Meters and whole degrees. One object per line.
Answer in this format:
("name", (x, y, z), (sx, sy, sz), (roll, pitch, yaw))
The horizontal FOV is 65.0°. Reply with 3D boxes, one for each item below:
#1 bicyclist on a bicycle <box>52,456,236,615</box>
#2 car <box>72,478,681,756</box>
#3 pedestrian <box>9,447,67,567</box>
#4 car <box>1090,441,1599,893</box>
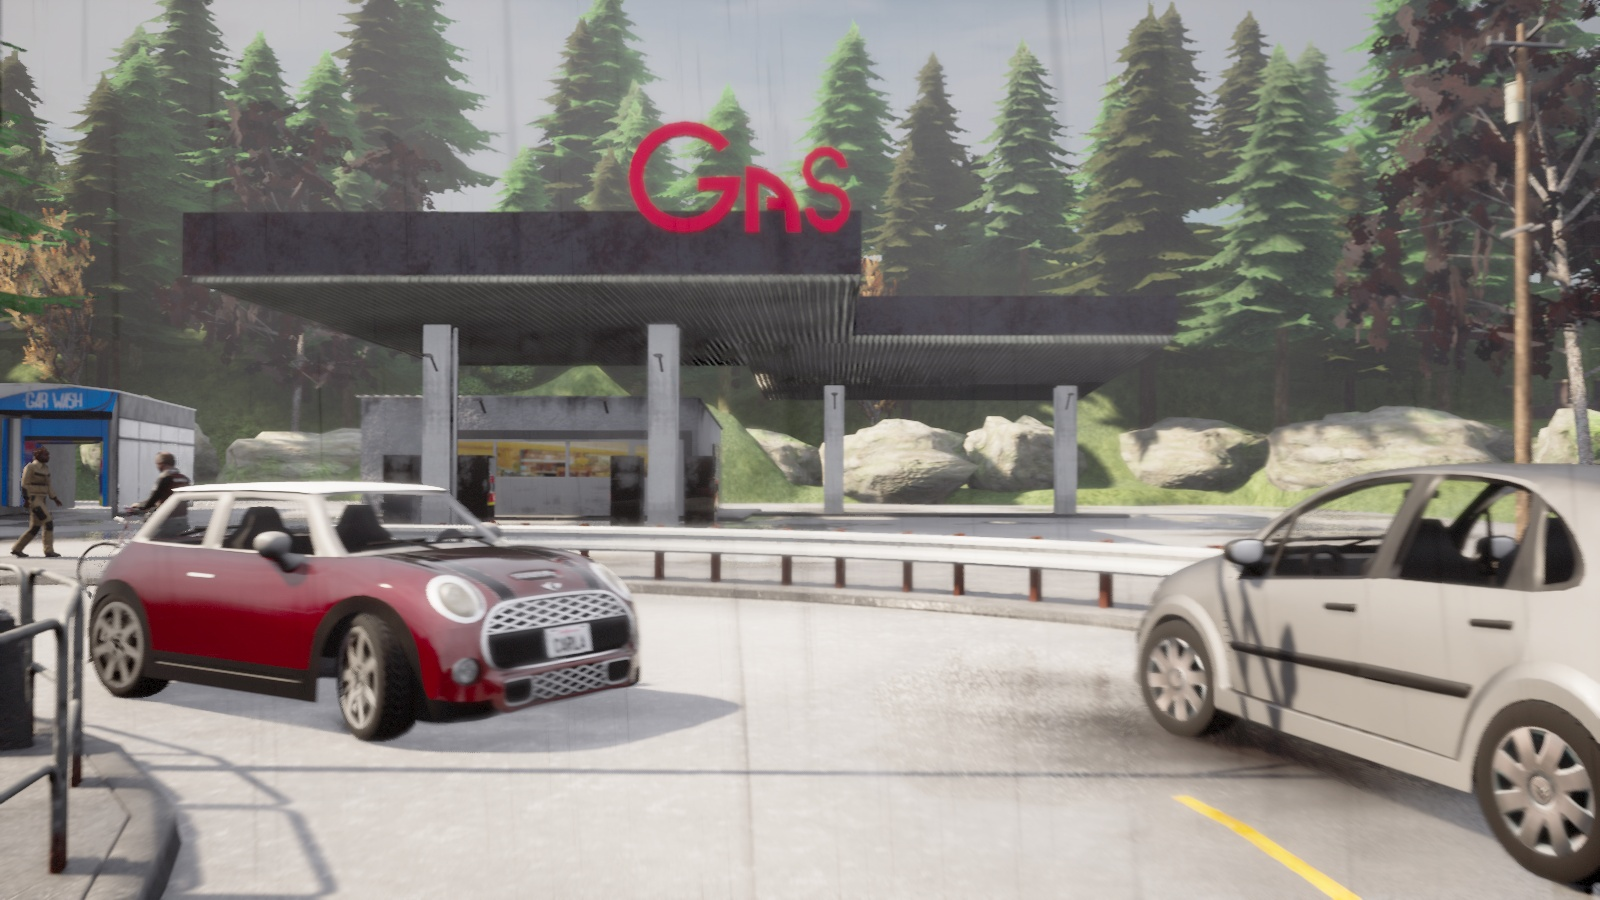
("bicyclist on a bicycle", (-7.581, 0.963, 14.543), (1.843, 1.776, 0.659), (0, 0, 8))
("car", (-2.934, 0.938, 8.585), (3.806, 1.475, 1.970), (-1, -1, 32))
("pedestrian", (-12.355, 0.920, 20.360), (0.692, 1.930, 0.396), (0, -1, -2))
("car", (3.302, 0.810, 6.567), (1.851, 1.617, 3.988), (0, -1, -14))
